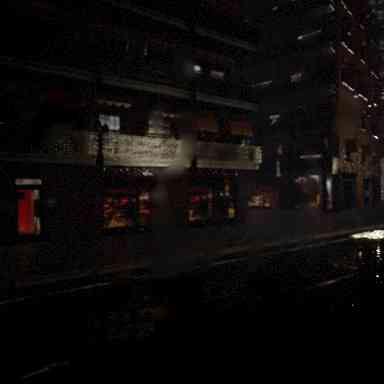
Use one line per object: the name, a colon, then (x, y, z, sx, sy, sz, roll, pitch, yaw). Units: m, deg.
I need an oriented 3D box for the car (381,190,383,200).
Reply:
car: (29.231, 0.390, 53.802, 4.097, 1.590, 1.967, 1, 1, 41)
